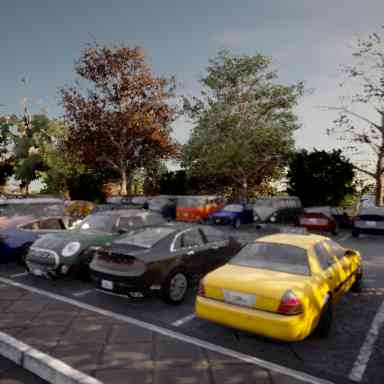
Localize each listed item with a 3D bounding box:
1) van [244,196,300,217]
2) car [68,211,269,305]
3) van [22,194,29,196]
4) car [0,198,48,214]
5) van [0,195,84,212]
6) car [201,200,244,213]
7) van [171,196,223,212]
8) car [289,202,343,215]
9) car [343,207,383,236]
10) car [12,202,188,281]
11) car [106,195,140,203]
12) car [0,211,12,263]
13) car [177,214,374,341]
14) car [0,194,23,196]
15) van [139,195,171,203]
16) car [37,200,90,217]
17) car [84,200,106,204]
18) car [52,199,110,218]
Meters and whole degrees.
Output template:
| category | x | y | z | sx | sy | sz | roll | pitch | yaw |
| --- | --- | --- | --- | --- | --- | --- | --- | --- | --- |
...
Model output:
| category | x | y | z | sx | sy | sz | roll | pitch | yaw |
| --- | --- | --- | --- | --- | --- | --- | --- | --- | --- |
| van | 5.206 | 1.250 | 20.354 | 1.878 | 1.987 | 4.442 | 0 | 0 | 35 |
| car | -0.194 | 1.481 | 8.248 | 2.231 | 1.521 | 4.892 | 0 | 0 | 36 |
| van | -14.997 | 1.314 | 35.204 | 1.878 | 1.987 | 4.442 | 0 | 0 | 36 |
| car | -19.460 | 1.553 | 38.272 | 2.097 | 1.535 | 5.008 | 0 | 0 | 36 |
| van | -6.879 | 1.267 | 13.221 | 1.878 | 1.987 | 4.442 | 0 | 0 | 36 |
| car | 3.014 | 1.480 | 22.076 | 2.097 | 1.535 | 5.008 | 0 | 0 | 36 |
| van | 0.832 | 1.262 | 23.786 | 1.878 | 1.987 | 4.442 | 0 | 0 | 36 |
| car | 7.519 | 1.504 | 18.855 | 2.163 | 1.488 | 4.792 | 0 | 0 | 36 |
| car | 9.659 | 1.509 | 17.311 | 2.163 | 1.488 | 4.792 | 0 | 0 | 36 |
| car | -2.427 | 1.355 | 9.905 | 2.185 | 1.767 | 4.553 | 0 | 0 | 36 |
| car | -3.746 | 1.251 | 26.910 | 2.435 | 2.045 | 5.566 | 0 | 0 | 36 |
| car | -4.677 | 1.515 | 11.525 | 2.163 | 1.488 | 4.792 | 0 | 0 | 36 |
| car | 2.162 | 1.481 | 6.785 | 1.946 | 1.575 | 5.366 | 0 | 0 | 36 |
| car | -21.822 | 1.310 | 39.947 | 2.435 | 2.045 | 5.566 | 0 | 0 | 36 |
| van | -1.552 | 1.269 | 25.218 | 1.878 | 1.987 | 4.442 | 0 | 0 | 36 |
| car | -12.816 | 1.572 | 33.490 | 2.002 | 1.452 | 4.674 | 0 | 0 | 36 |
| car | -5.993 | 1.259 | 28.530 | 2.435 | 2.045 | 5.566 | 0 | 0 | 36 |
| car | -10.473 | 1.524 | 31.790 | 2.097 | 1.535 | 5.008 | 0 | 0 | 36 |
